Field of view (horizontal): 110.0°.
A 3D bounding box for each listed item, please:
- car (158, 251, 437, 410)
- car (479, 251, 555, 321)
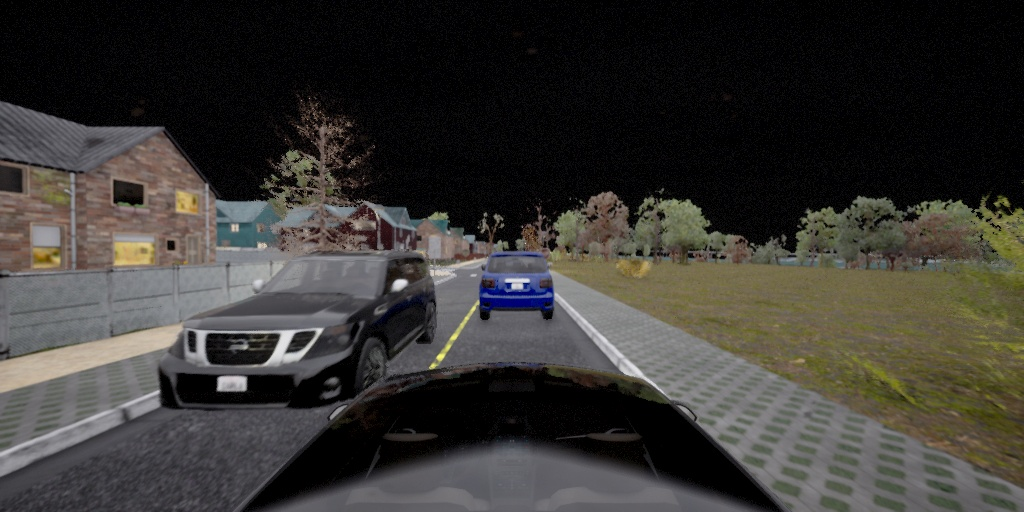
[{"bbox_3d":[-2.840,0.918,6.406,2.150,2.045,5.566,0,1,0],"label":"car"},{"bbox_3d":[0.113,0.855,12.105,2.150,2.045,5.566,0,1,-1],"label":"car"}]
